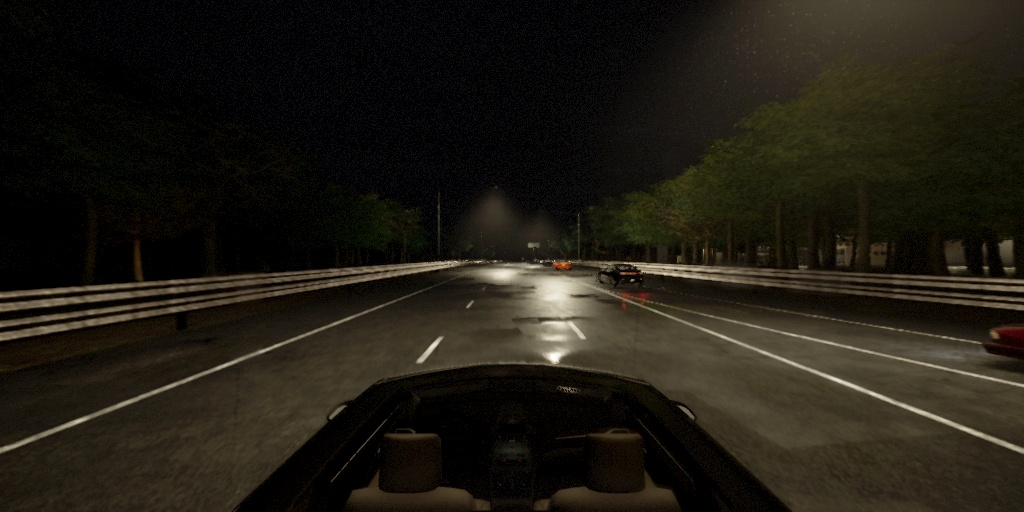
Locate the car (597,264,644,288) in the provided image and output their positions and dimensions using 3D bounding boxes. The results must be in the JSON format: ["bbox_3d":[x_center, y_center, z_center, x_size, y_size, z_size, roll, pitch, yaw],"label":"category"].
[{"bbox_3d":[7.210,1.278,24.213,2.128,1.511,4.902,0,0,-3],"label":"car"}]

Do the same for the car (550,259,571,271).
[{"bbox_3d":[7.019,1.177,50.790,2.097,1.767,4.553,0,0,0],"label":"car"}]

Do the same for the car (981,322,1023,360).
[{"bbox_3d":[10.091,1.322,4.263,2.033,1.411,5.357,0,0,-14],"label":"car"}]
